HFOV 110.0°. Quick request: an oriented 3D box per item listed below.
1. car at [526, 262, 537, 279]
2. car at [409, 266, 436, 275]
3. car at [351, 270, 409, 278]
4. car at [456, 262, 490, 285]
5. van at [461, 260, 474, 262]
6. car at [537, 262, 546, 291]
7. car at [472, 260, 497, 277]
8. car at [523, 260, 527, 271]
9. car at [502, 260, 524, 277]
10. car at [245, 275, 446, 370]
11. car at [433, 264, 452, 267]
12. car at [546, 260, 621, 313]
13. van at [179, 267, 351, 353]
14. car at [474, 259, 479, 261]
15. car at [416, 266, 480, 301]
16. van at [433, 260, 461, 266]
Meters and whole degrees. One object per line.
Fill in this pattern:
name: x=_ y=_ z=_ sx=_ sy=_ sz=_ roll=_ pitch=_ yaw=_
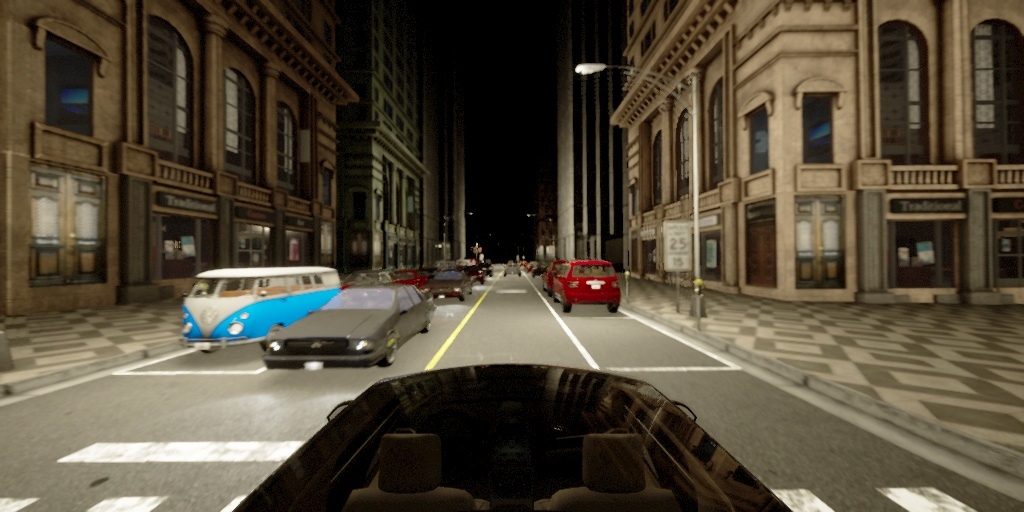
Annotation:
car: x=2.804 y=1.496 z=35.970 sx=2.007 sy=1.370 sz=4.403 roll=0 pitch=0 yaw=0
car: x=-5.743 y=1.445 z=19.651 sx=1.888 sy=1.381 sz=4.507 roll=0 pitch=0 yaw=0
car: x=-5.751 y=1.303 z=14.210 sx=1.967 sy=1.591 sz=4.097 roll=0 pitch=0 yaw=0
car: x=-3.048 y=1.467 z=28.692 sx=1.812 sy=1.442 sz=4.674 roll=0 pitch=0 yaw=0
van: x=-5.713 y=1.391 z=41.415 sx=1.690 sy=1.789 sz=3.998 roll=0 pitch=0 yaw=0
car: x=2.782 y=1.147 z=19.648 sx=2.192 sy=1.841 sz=5.009 roll=0 pitch=0 yaw=0
car: x=-3.007 y=1.517 z=39.064 sx=1.837 sy=1.490 sz=4.892 roll=0 pitch=0 yaw=1
car: x=2.819 y=1.460 z=46.851 sx=1.967 sy=1.591 sz=4.097 roll=0 pitch=0 yaw=0
car: x=0.041 y=1.516 z=39.370 sx=1.812 sy=1.442 sz=4.674 roll=0 pitch=0 yaw=0
car: x=-3.102 y=1.351 z=8.268 sx=2.033 sy=1.411 sz=5.357 roll=0 pitch=0 yaw=0
car: x=-5.736 y=1.503 z=25.092 sx=1.948 sy=1.339 sz=4.313 roll=0 pitch=0 yaw=0
car: x=2.775 y=1.111 z=14.207 sx=2.192 sy=1.841 sz=5.009 roll=0 pitch=0 yaw=0
van: x=-5.758 y=1.169 z=8.770 sx=1.690 sy=1.789 sz=3.998 roll=0 pitch=0 yaw=0
car: x=-5.706 y=1.403 z=46.857 sx=2.192 sy=1.841 sz=5.009 roll=0 pitch=0 yaw=0
car: x=-3.083 y=1.418 z=18.416 sx=2.033 sy=1.411 sz=5.357 roll=0 pitch=0 yaw=0
van: x=-5.728 y=1.316 z=30.533 sx=1.690 sy=1.789 sz=3.998 roll=0 pitch=0 yaw=0
